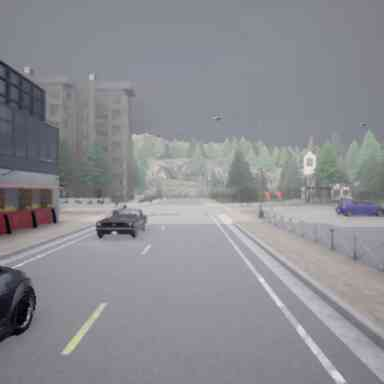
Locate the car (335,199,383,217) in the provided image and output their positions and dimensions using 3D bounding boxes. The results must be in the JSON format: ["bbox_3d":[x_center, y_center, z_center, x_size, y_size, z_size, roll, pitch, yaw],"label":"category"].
[{"bbox_3d":[13.895,1.307,27.449,3.633,1.501,1.845,0,0,0],"label":"car"}]

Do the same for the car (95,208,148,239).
[{"bbox_3d":[-3.514,1.550,17.315,1.895,1.301,4.718,0,0,0],"label":"car"}]

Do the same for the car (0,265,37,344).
[{"bbox_3d":[-3.587,1.553,3.876,1.994,1.385,4.181,0,0,0],"label":"car"}]
